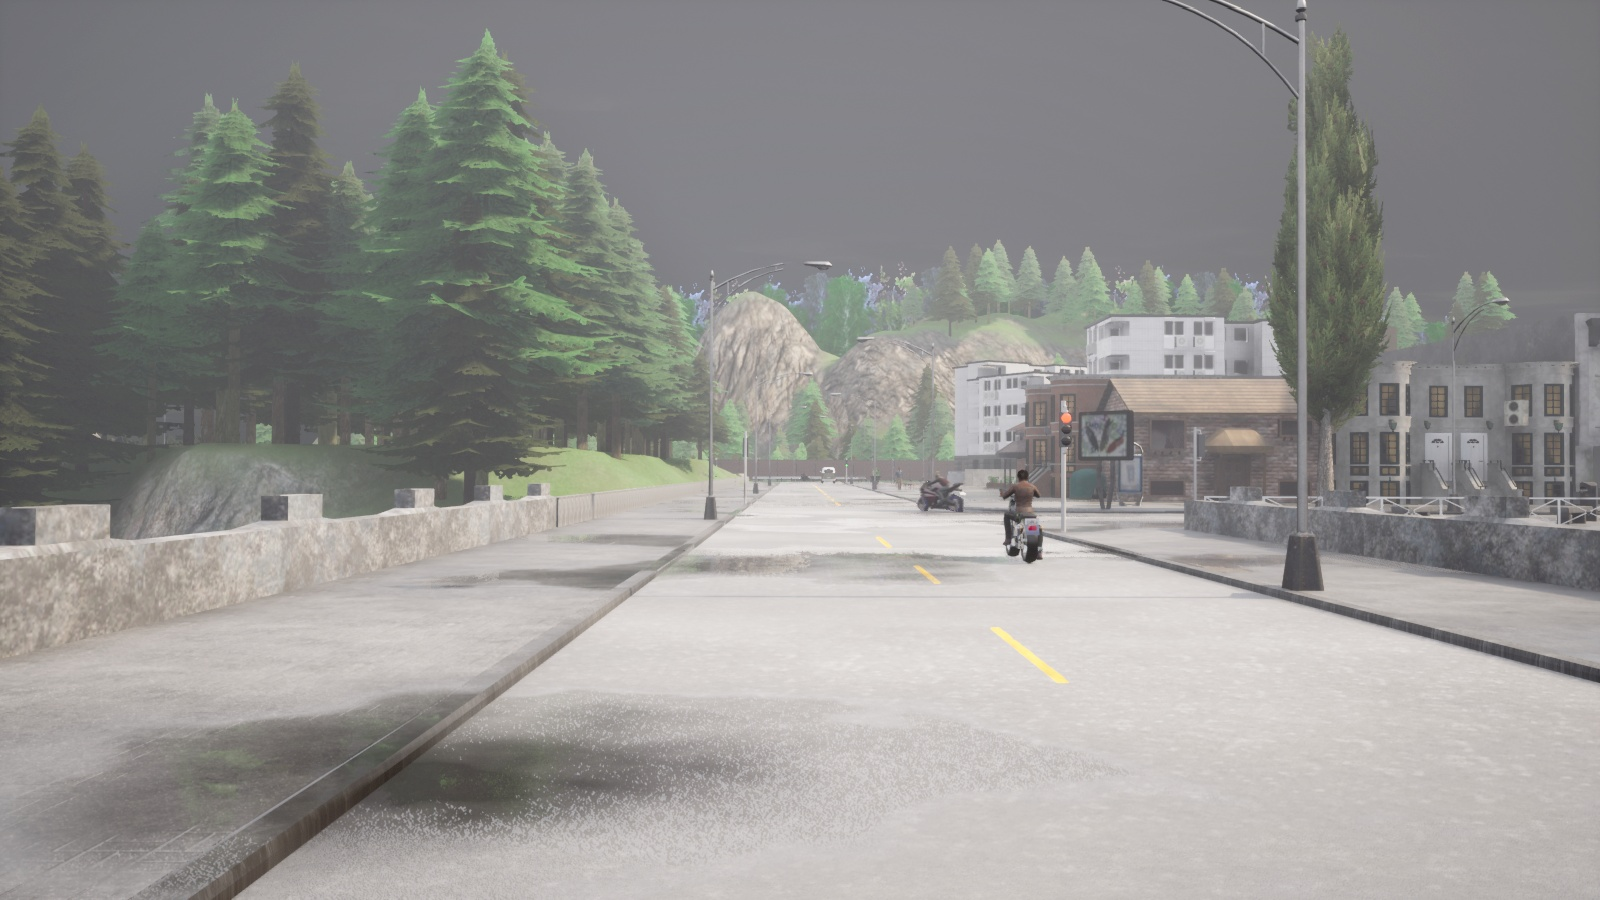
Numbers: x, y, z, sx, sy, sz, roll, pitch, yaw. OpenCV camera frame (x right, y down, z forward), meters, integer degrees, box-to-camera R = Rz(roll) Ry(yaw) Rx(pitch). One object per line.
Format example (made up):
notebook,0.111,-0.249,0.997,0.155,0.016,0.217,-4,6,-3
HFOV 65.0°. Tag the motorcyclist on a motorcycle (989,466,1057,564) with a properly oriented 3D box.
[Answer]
motorcyclist on a motorcycle,3.944,1.124,22.380,0.766,1.649,2.350,0,-1,0

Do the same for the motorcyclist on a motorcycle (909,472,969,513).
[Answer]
motorcyclist on a motorcycle,5.345,1.636,48.295,2.191,1.530,0.866,-1,-3,44
